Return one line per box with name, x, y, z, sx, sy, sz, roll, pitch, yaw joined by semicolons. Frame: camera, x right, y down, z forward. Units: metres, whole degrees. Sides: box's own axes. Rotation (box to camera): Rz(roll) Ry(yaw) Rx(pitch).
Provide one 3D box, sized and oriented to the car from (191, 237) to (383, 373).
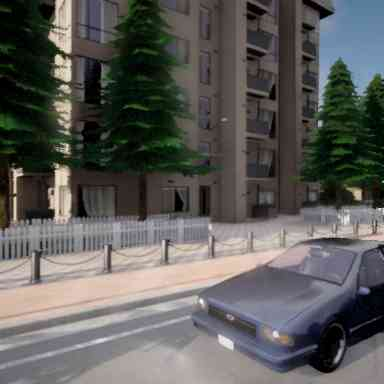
car;2.613;1.557;5.834;5.357;1.411;2.033;0;0;-35
